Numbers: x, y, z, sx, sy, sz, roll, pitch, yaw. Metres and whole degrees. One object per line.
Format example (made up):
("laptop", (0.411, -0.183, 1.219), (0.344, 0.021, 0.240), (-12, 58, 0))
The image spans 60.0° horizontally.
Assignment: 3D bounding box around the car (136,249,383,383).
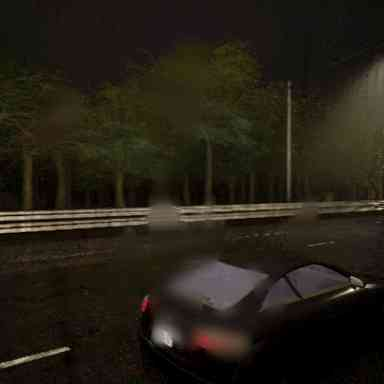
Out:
("car", (1.331, 1.556, 4.811), (4.181, 1.385, 1.994), (0, 0, -36))
